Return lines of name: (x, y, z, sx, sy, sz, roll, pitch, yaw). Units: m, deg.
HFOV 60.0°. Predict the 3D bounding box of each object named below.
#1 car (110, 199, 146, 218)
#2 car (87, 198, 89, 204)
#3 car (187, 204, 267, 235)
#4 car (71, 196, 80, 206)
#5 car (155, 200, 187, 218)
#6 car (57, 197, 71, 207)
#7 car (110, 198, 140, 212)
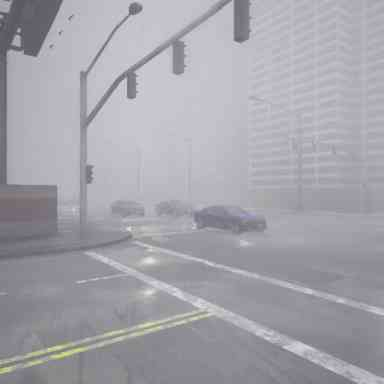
car: (-5.982, 1.509, 30.588, 1.837, 1.490, 4.892, 0, 0, -35)
car: (-21.552, 1.533, 65.108, 1.812, 1.442, 4.674, 0, 0, -35)
car: (2.083, 1.482, 19.173, 1.882, 1.535, 5.008, 0, 0, -35)
car: (-19.854, 1.607, 56.456, 1.895, 1.301, 4.718, 0, 0, -35)
car: (-1.626, 1.497, 30.489, 2.128, 1.511, 4.902, 0, 0, -35)
car: (-21.115, 1.553, 52.133, 2.033, 1.411, 5.357, 0, 0, -35)
car: (-8.024, 1.533, 39.564, 1.812, 1.442, 4.674, 0, 1, -35)
